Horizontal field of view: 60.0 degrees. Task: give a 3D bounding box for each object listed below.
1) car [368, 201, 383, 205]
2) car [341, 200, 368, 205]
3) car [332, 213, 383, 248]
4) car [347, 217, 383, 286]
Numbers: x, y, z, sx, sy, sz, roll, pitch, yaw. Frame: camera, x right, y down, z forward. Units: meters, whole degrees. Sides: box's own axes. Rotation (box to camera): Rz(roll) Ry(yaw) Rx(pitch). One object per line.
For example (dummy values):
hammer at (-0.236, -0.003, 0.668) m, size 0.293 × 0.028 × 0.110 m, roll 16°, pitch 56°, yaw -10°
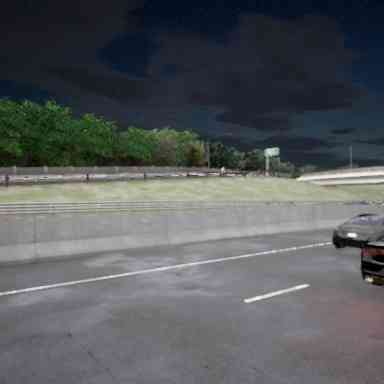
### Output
car at (25.009, 1.842, 42.612) m, size 4.181 × 1.385 × 1.994 m, roll 1°, pitch -1°, yaw -33°
car at (22.162, 1.809, 44.941) m, size 5.357 × 1.411 × 2.033 m, roll 1°, pitch 0°, yaw -33°
car at (7.554, 1.565, 13.453) m, size 4.181 × 1.385 × 1.994 m, roll 0°, pitch 0°, yaw -35°
car at (6.141, 1.471, 8.168) m, size 5.008 × 1.535 × 1.882 m, roll 0°, pitch 0°, yaw -35°
